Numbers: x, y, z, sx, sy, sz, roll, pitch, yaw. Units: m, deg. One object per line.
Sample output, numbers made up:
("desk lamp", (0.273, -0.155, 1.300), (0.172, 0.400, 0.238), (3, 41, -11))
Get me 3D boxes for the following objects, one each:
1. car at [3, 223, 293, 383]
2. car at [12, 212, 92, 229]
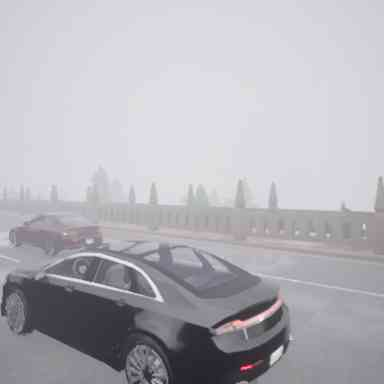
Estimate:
("car", (-1.024, 1.492, 4.989), (4.902, 1.511, 2.128), (0, 0, 37))
("car", (-5.313, 1.510, 12.925), (4.674, 1.442, 1.812), (0, 0, 39))
